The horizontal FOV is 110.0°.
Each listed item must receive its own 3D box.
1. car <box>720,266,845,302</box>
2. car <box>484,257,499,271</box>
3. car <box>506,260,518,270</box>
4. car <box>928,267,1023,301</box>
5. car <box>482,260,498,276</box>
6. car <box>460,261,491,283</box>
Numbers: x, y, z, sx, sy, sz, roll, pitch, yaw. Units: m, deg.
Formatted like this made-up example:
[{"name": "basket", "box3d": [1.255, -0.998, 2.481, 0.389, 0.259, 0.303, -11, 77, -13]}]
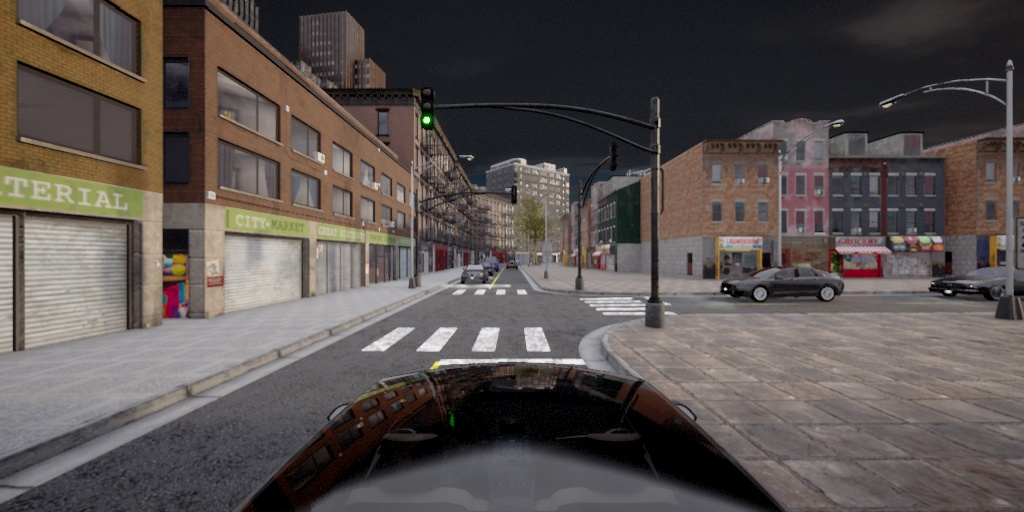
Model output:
[{"name": "car", "box3d": [12.019, 1.219, 16.133, 4.892, 1.490, 1.837, 0, 0, 0]}, {"name": "car", "box3d": [-2.935, 1.134, 49.649, 2.150, 2.045, 5.566, 0, 0, 1]}, {"name": "car", "box3d": [-0.023, 1.460, 59.654, 1.837, 1.490, 4.892, 0, 0, 0]}, {"name": "car", "box3d": [22.342, 1.207, 16.187, 5.357, 1.411, 2.033, 0, 0, 0]}, {"name": "car", "box3d": [-2.933, 1.418, 39.028, 2.033, 1.411, 5.357, 0, 0, 0]}, {"name": "car", "box3d": [-2.901, 1.358, 28.595, 1.812, 1.442, 4.674, 0, 0, 0]}]
